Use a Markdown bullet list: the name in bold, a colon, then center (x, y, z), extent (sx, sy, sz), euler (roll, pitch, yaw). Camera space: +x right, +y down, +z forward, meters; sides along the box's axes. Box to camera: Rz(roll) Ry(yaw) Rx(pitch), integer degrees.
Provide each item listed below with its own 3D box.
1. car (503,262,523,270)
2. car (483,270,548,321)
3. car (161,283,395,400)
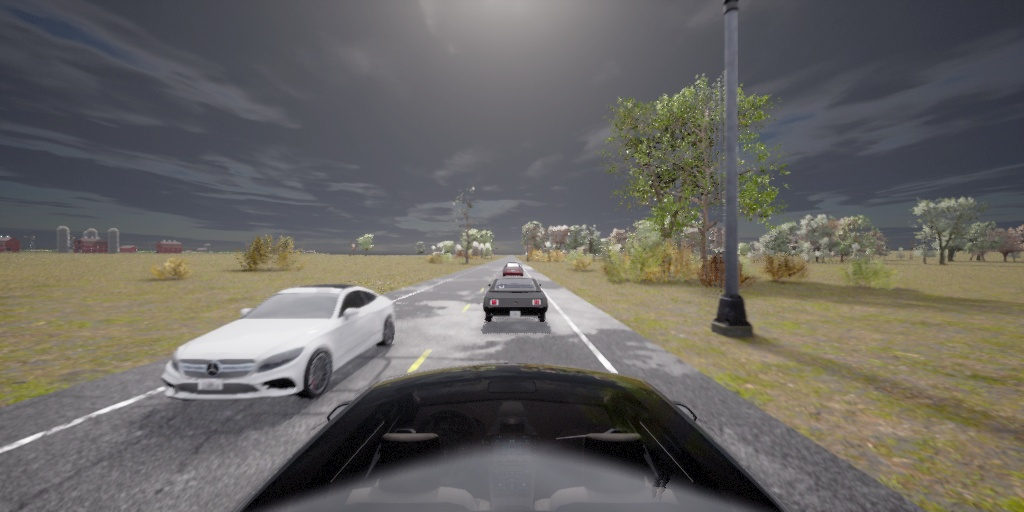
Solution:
- **car**: center (0.098, 1.306, 34.821), extent (1.994, 1.385, 4.181), euler (0, 0, 0)
- **car**: center (0.099, 1.350, 12.422), extent (1.895, 1.301, 4.718), euler (0, 0, 0)
- **car**: center (-3.598, 1.276, 6.606), extent (1.812, 1.442, 4.674), euler (0, 0, 0)
